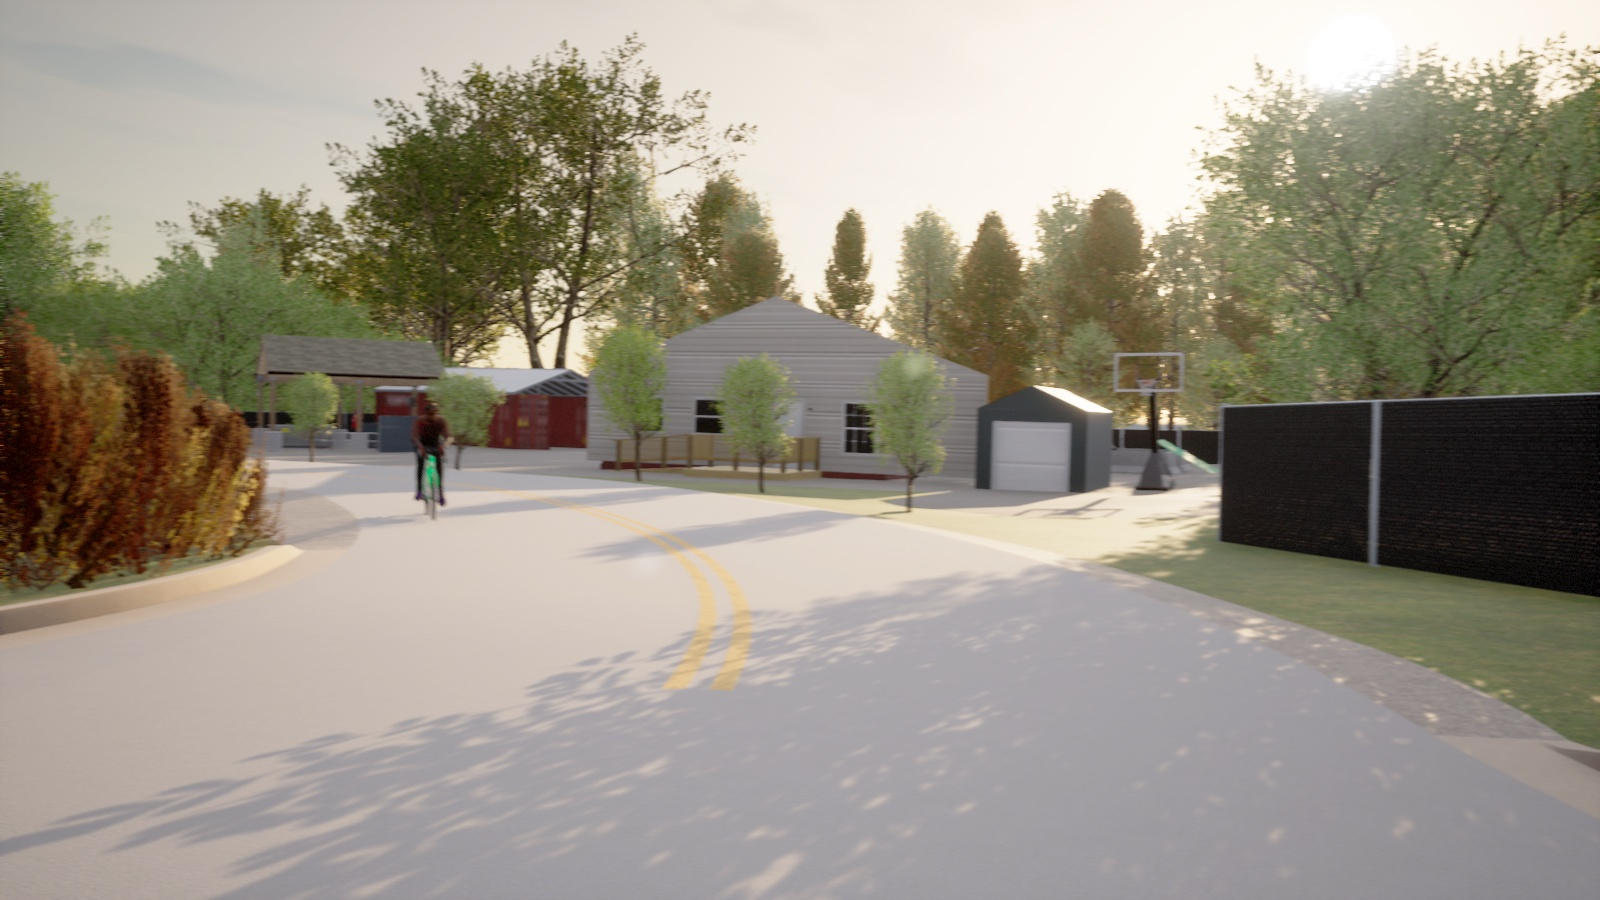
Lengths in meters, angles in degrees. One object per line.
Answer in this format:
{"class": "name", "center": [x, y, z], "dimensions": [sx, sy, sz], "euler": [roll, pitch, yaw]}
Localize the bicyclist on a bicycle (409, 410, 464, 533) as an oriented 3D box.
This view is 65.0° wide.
{"class": "bicyclist on a bicycle", "center": [-5.074, 0.261, 17.473], "dimensions": [0.582, 1.620, 1.656], "euler": [-1, 2, -21]}
